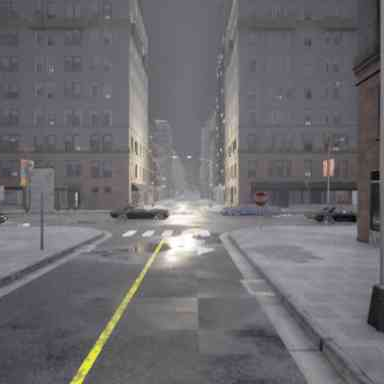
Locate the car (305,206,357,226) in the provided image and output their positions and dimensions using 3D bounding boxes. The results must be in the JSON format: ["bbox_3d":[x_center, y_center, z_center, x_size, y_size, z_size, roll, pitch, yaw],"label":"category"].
[{"bbox_3d":[10.752,1.676,23.761,4.718,1.301,1.895,0,0,0],"label":"car"}]

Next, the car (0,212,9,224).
[{"bbox_3d":[-15.628,1.638,23.765,4.674,1.442,1.812,0,0,0],"label":"car"}]

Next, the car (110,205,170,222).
[{"bbox_3d":[-4.119,1.704,27.013,4.718,1.301,1.895,0,0,0],"label":"car"}]

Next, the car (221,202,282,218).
[{"bbox_3d":[5.368,1.647,30.466,5.357,1.411,2.033,0,0,0],"label":"car"}]
